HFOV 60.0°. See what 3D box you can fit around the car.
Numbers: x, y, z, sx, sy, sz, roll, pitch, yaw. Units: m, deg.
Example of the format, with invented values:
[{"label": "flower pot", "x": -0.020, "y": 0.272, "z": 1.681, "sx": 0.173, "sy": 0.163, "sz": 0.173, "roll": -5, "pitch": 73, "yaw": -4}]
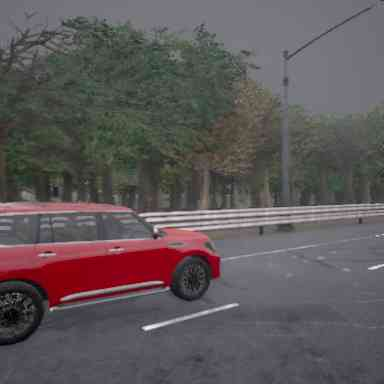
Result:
[{"label": "car", "x": -2.004, "y": 1.221, "z": 6.606, "sx": 5.566, "sy": 2.045, "sz": 2.150, "roll": 0, "pitch": 0, "yaw": -36}]
